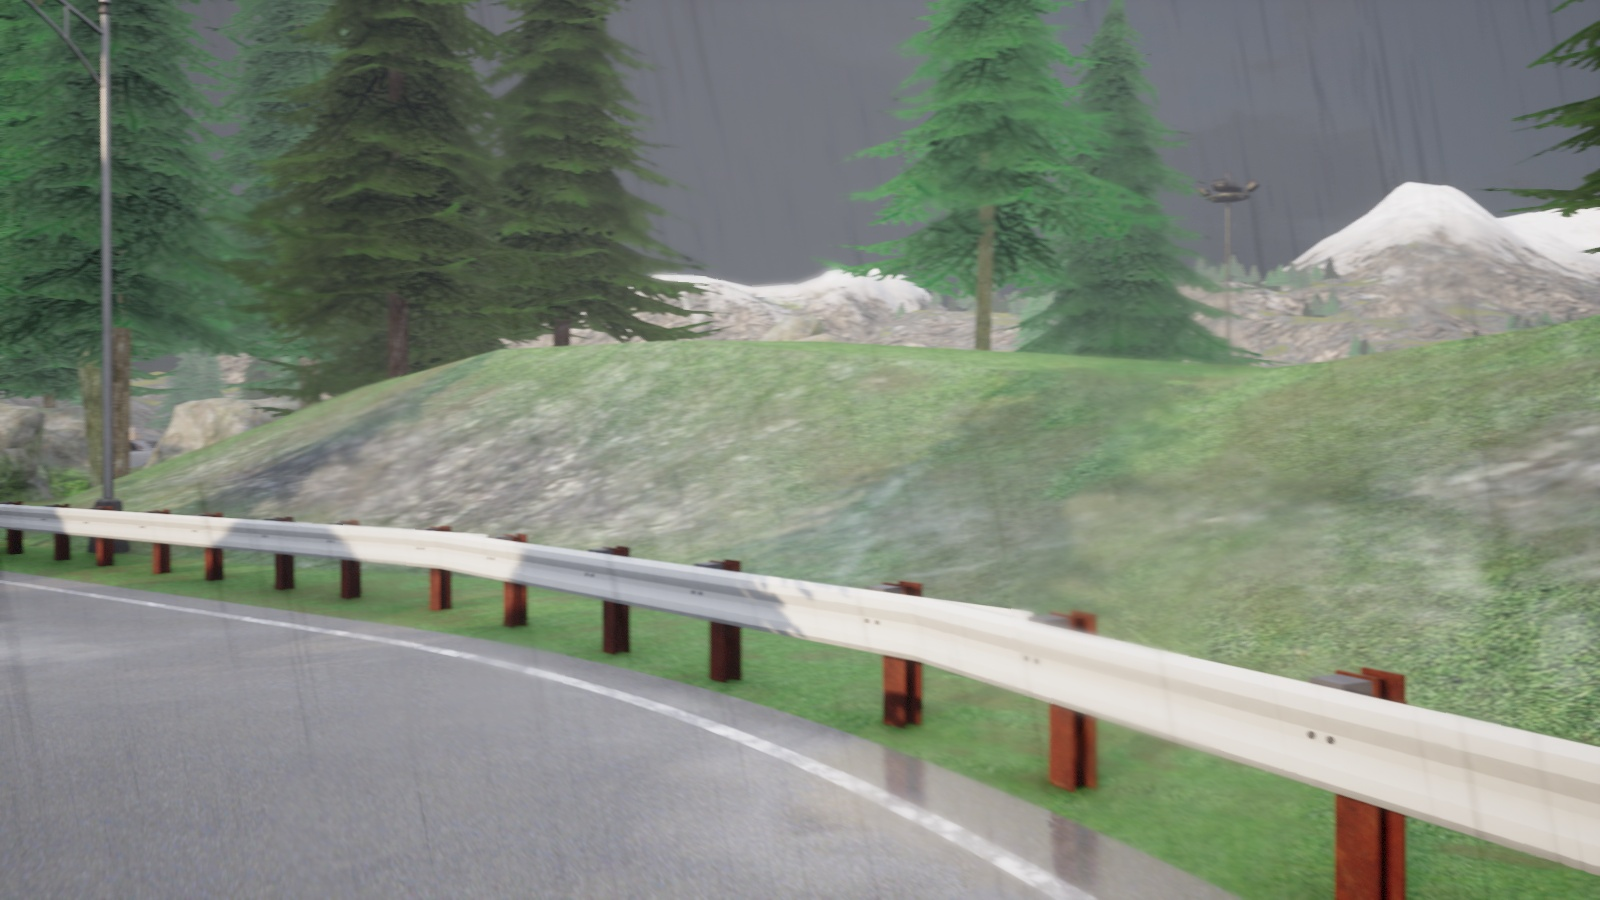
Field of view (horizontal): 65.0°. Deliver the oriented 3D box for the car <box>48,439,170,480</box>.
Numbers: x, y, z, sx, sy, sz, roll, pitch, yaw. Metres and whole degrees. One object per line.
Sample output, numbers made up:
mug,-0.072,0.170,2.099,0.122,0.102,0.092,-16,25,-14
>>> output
car,-26.446,0.346,48.152,1.845,1.501,3.633,0,0,36
